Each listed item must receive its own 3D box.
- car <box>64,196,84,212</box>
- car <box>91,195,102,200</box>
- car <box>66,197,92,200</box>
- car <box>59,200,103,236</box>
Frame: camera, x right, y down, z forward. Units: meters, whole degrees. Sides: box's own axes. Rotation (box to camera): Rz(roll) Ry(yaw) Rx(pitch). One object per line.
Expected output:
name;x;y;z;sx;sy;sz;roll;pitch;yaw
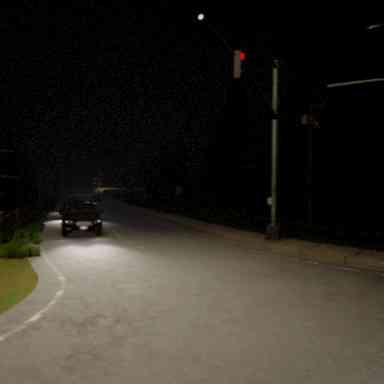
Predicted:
car;-12.946;1.260;36.391;1.882;1.535;5.008;1;0;-20
car;-16.252;1.266;56.330;2.033;1.411;5.357;1;0;-19
car;-9.415;1.397;26.833;1.994;1.385;4.181;1;0;-20
car;-5.890;1.375;17.602;2.128;1.511;4.902;1;0;-22
